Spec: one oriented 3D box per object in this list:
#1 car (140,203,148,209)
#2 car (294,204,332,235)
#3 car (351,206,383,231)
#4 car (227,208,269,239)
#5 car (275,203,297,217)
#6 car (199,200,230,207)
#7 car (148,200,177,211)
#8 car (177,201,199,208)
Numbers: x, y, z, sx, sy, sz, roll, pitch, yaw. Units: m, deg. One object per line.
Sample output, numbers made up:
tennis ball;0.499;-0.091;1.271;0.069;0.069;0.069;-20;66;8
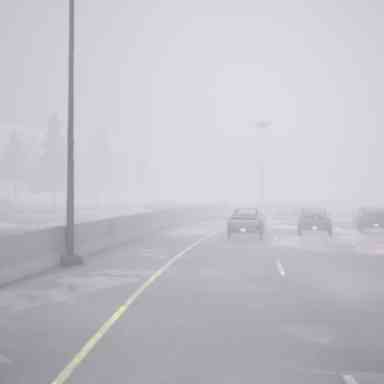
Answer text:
car;-5.508;1.908;49.015;1.895;1.301;4.718;0;0;35
car;7.342;1.671;20.109;1.837;1.490;4.892;0;0;18
car;11.694;1.701;21.764;1.837;1.490;4.892;0;-1;22
car;3.124;1.629;18.343;2.128;1.511;4.902;0;0;16
car;10.160;1.822;34.422;2.033;1.411;5.357;0;0;31
car;3.301;1.811;43.322;1.837;1.490;4.892;0;-1;35
car;-3.536;1.818;45.591;1.812;1.442;4.674;0;0;33
car;0.300;1.869;45.064;1.994;1.385;4.181;0;-1;35
